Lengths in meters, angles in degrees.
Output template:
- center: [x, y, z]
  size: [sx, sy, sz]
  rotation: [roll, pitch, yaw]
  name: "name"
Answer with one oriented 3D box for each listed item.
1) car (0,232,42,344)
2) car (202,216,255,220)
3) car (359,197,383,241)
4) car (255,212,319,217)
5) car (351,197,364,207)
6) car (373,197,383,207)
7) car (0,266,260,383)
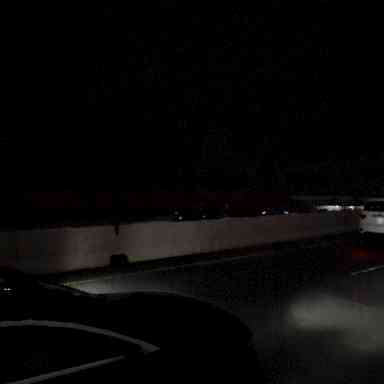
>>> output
- center: [-4.796, 1.523, 4.624]
  size: [4.674, 1.442, 1.812]
  rotation: [0, 0, -35]
  name: "car"
- center: [3.194, 1.583, 23.898]
  size: [5.357, 1.411, 2.033]
  rotation: [0, 0, -40]
  name: "car"
- center: [9.958, 1.258, 15.653]
  size: [5.566, 2.045, 2.150]
  rotation: [0, 0, -40]
  name: "car"
- center: [6.648, 1.391, 22.352]
  size: [4.553, 1.767, 2.097]
  rotation: [0, 0, -41]
  name: "car"
- center: [27.930, 1.598, 56.159]
  size: [1.882, 1.535, 5.008]
  rotation: [0, 0, 26]
  name: "car"
- center: [31.411, 1.603, 55.307]
  size: [1.882, 1.535, 5.008]
  rotation: [0, 0, 25]
  name: "car"
- center: [-1.556, 1.491, 2.637]
  size: [4.902, 1.511, 2.128]
  rotation: [0, 0, -35]
  name: "car"
